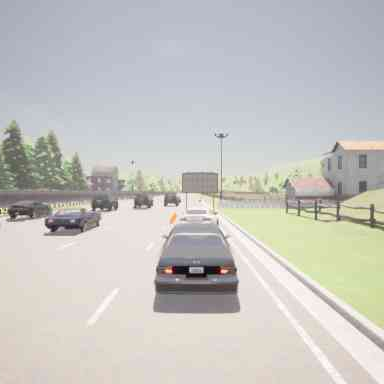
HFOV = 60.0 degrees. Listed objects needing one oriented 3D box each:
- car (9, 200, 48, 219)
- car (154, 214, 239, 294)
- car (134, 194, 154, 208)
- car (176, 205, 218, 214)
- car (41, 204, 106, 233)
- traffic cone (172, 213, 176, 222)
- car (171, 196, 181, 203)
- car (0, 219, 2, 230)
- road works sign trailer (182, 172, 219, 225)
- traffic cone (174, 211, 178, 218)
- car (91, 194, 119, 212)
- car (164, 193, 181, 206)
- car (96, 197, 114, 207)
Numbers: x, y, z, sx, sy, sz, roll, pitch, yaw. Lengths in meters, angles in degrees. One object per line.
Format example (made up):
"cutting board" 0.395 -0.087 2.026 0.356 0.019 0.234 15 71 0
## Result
"car" -13.851 1.501 28.782 1.837 1.490 4.892 0 -1 0
"car" 0.113 1.547 8.905 2.033 1.411 5.357 0 0 1
"car" -6.819 1.223 47.386 2.150 2.045 5.566 0 0 0
"car" 0.414 1.542 18.511 1.812 1.442 4.674 -1 -1 7
"car" -6.865 1.601 19.840 1.895 1.301 4.718 0 0 0
"traffic cone" -1.447 1.955 23.262 0.340 0.580 0.340 0 0 0
"car" -3.282 1.563 68.658 1.994 1.385 4.181 0 0 0
"car" -10.377 1.219 13.886 2.150 2.045 5.566 0 0 0
"road works sign trailer" 0.527 0.464 22.123 2.380 3.560 2.880 0 0 -2
"traffic cone" -1.444 1.955 25.262 0.340 0.580 0.340 0 0 0
"car" -10.332 1.224 39.742 2.150 2.045 5.566 0 0 0
"car" -3.308 1.221 53.443 2.150 2.045 5.566 0 0 0
"car" -13.811 1.525 53.041 1.812 1.442 4.674 0 0 0
